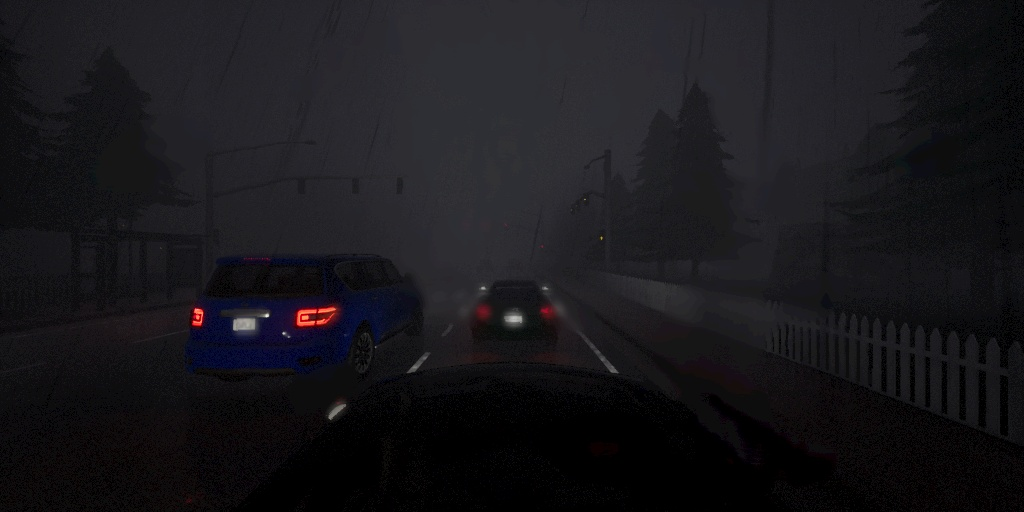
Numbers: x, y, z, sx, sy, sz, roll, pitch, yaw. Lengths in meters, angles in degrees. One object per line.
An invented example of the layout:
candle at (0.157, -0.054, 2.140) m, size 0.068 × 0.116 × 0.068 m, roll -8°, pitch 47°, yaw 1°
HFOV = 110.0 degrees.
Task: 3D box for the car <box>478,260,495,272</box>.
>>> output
car at (-3.222, 1.242, 45.570) m, size 2.128 × 1.511 × 4.902 m, roll 0°, pitch 0°, yaw 1°

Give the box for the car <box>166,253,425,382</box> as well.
car at (-3.404, 0.972, 7.276) m, size 2.150 × 2.045 × 5.566 m, roll 0°, pitch 0°, yaw 0°

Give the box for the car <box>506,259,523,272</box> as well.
car at (0.281, 1.102, 45.664) m, size 2.097 × 1.767 × 4.553 m, roll 0°, pitch 0°, yaw 0°

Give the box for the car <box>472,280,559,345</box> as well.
car at (0.089, 1.314, 9.556) m, size 1.994 × 1.385 × 4.181 m, roll 0°, pitch 0°, yaw 1°
